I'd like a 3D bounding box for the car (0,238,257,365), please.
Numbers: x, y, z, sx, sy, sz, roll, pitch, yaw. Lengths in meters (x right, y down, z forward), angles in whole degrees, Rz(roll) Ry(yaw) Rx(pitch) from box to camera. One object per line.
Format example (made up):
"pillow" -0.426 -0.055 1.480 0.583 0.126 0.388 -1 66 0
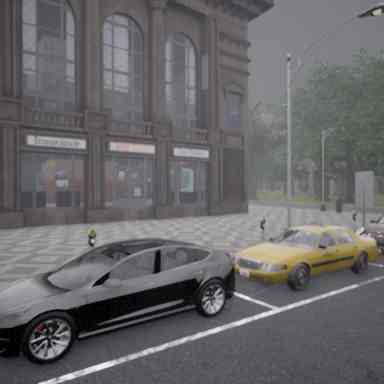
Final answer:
"car" -1.137 1.558 5.840 4.313 1.339 1.947 0 0 -36

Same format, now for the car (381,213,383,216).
"car" 7.711 1.398 12.162 4.097 1.590 1.967 0 0 -36

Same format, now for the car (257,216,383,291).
"car" 3.149 1.501 8.903 4.829 1.417 1.752 0 0 -36
